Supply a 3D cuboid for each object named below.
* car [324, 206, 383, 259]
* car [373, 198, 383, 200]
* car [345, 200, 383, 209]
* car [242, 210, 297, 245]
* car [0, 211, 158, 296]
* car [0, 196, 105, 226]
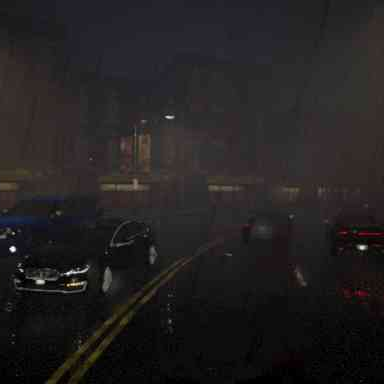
[{"bbox_3d":[6.269,1.509,12.860,1.837,1.490,4.892,0,0,20],"label":"car"},{"bbox_3d":[24.146,1.535,42.521,4.892,1.490,1.837,0,0,-26],"label":"car"},{"bbox_3d":[14.809,1.613,29.220,4.718,1.301,1.895,0,0,-37],"label":"car"},{"bbox_3d":[3.741,1.550,15.647,1.994,1.385,4.181,0,0,23],"label":"car"},{"bbox_3d":[-2.365,1.475,8.752,1.837,1.490,4.892,0,0,13],"label":"car"},{"bbox_3d":[-5.205,1.172,12.052,2.150,2.045,5.566,0,0,16],"label":"car"}]
